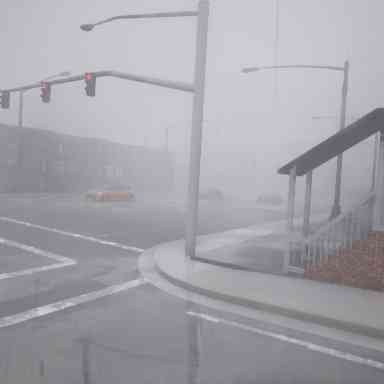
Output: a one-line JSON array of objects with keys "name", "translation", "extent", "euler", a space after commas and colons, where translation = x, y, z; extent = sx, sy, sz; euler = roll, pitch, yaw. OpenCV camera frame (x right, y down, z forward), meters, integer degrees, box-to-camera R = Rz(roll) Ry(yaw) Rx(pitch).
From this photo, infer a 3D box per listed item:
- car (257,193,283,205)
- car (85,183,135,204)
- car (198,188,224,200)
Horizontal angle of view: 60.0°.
[{"name": "car", "translation": [9.608, 0.780, 40.774], "extent": [1.994, 1.385, 4.181], "euler": [5, 3, 36]}, {"name": "car", "translation": [-7.216, 0.078, 29.641], "extent": [2.097, 1.767, 4.553], "euler": [5, 3, 36]}, {"name": "car", "translation": [2.287, 0.223, 42.843], "extent": [2.128, 1.511, 4.902], "euler": [5, 3, 36]}]
